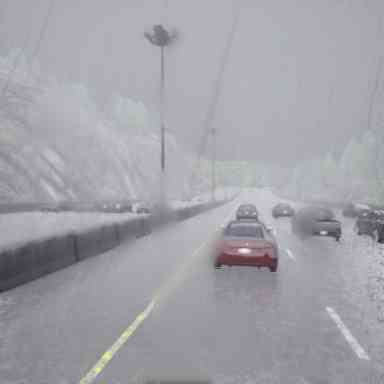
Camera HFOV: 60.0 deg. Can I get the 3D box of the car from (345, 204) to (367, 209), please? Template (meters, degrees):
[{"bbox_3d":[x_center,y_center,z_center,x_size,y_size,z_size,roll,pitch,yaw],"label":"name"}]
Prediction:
[{"bbox_3d":[15.988,1.886,32.140,1.812,1.442,4.674,0,-1,10],"label":"car"}]

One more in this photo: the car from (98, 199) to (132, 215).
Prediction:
[{"bbox_3d":[-8.202,1.543,37.157,2.097,1.767,4.553,0,0,10],"label":"car"}]

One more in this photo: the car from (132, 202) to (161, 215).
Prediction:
[{"bbox_3d":[-4.717,1.783,36.791,1.994,1.385,4.181,0,0,10],"label":"car"}]

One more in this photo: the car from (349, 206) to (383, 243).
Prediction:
[{"bbox_3d":[9.910,1.707,17.102,1.837,1.490,4.892,0,-1,10],"label":"car"}]

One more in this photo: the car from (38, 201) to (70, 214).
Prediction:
[{"bbox_3d":[-15.167,1.686,37.967,2.033,1.411,5.357,0,0,10],"label":"car"}]

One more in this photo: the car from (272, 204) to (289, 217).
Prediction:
[{"bbox_3d":[9.040,1.872,33.037,1.994,1.385,4.181,0,0,10],"label":"car"}]

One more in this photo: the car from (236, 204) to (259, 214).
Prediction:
[{"bbox_3d":[4.844,1.793,29.220,2.033,1.411,5.357,0,0,10],"label":"car"}]

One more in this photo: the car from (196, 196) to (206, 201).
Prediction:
[{"bbox_3d":[2.110,1.673,76.806,1.837,1.490,4.892,0,0,10],"label":"car"}]

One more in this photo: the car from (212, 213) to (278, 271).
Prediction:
[{"bbox_3d":[1.842,1.660,11.446,1.994,1.385,4.181,0,0,10],"label":"car"}]

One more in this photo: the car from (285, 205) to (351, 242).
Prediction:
[{"bbox_3d":[6.451,1.669,17.636,2.128,1.511,4.902,0,0,10],"label":"car"}]

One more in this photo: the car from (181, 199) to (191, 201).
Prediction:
[{"bbox_3d":[-1.279,1.841,77.768,2.033,1.411,5.357,0,0,10],"label":"car"}]

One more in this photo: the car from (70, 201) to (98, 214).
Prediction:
[{"bbox_3d":[-11.631,1.732,37.878,1.994,1.385,4.181,0,0,10],"label":"car"}]
